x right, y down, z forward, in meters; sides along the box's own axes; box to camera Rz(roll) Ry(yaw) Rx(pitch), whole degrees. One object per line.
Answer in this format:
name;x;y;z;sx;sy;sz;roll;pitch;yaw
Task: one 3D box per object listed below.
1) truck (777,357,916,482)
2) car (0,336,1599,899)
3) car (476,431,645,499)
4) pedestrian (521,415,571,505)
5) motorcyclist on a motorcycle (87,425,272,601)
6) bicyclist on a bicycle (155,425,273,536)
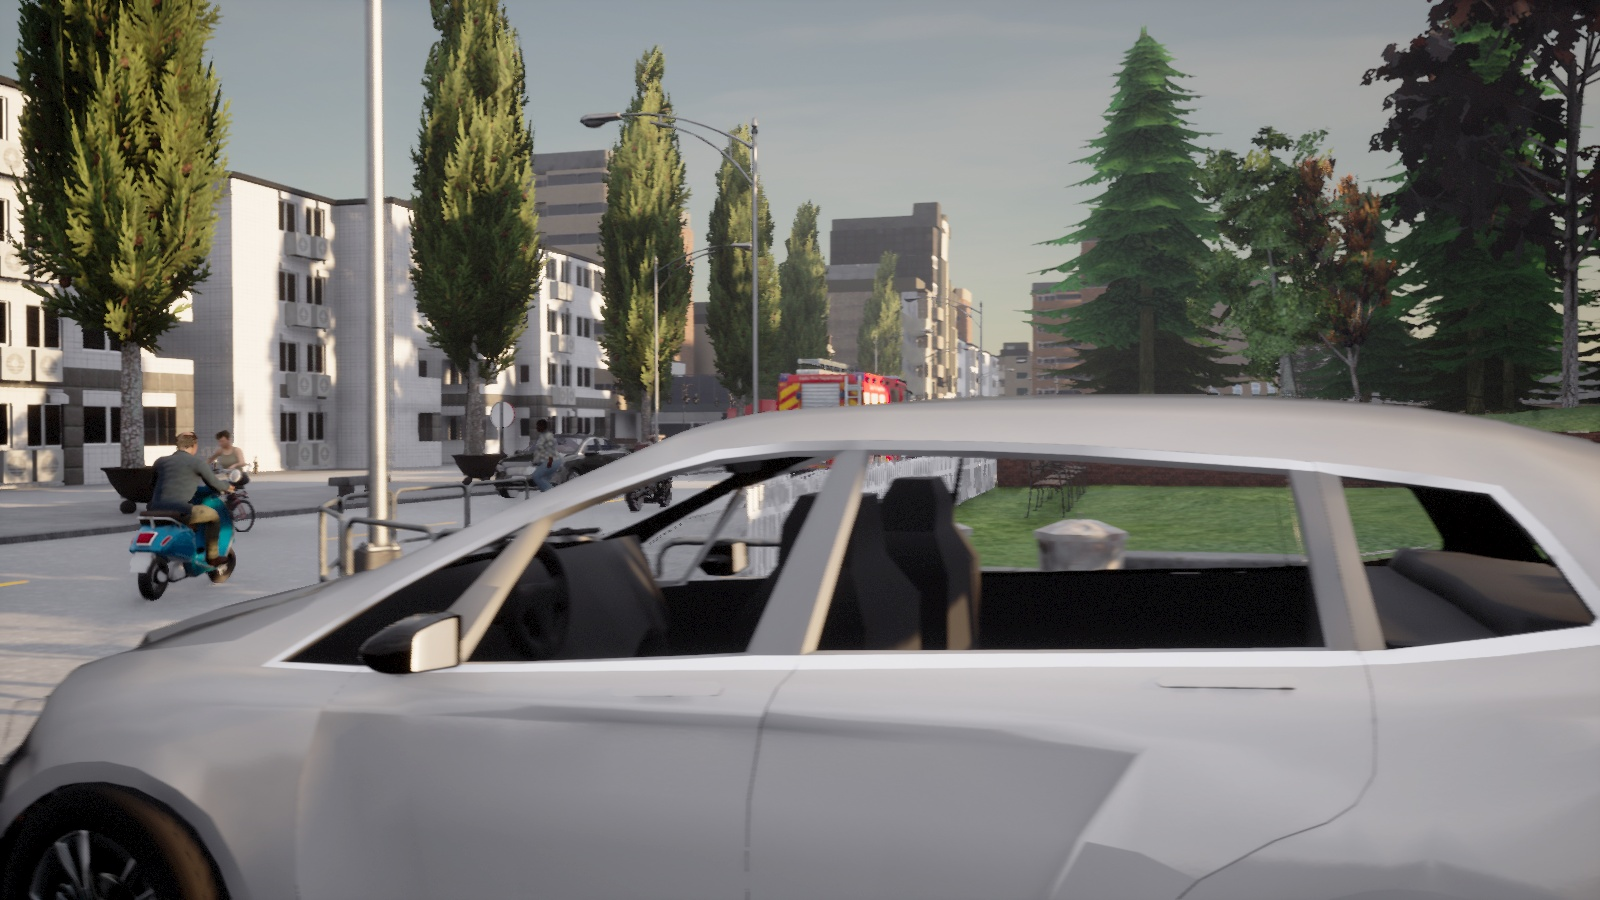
truck;1.792;-0.992;42.938;2.891;3.827;8.468;0;1;15
car;-0.111;0.614;3.681;4.611;1.667;2.242;0;1;17
car;-5.715;0.287;30.712;2.128;1.511;4.902;0;1;15
pedestrian;-5.336;0.194;26.312;0.900;1.855;0.874;0;1;-20
motorcyclist on a motorcycle;-6.083;0.566;12.446;0.866;1.590;1.817;2;1;2
bicyclist on a bicycle;-8.891;0.434;19.124;0.866;1.612;1.509;1;1;15
